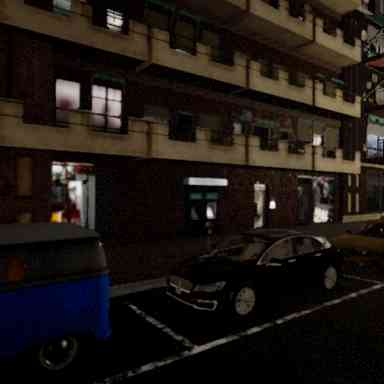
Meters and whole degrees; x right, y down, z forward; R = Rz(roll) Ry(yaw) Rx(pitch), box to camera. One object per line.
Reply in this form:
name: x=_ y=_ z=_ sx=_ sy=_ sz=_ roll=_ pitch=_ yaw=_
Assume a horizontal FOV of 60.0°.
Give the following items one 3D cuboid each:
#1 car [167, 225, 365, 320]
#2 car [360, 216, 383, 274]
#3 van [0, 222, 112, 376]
car: x=1.543 y=1.512 z=7.184 sx=4.403 sy=1.369 sz=2.008 roll=-1 pitch=1 yaw=-35
car: x=5.933 y=1.449 z=10.315 sx=4.829 sy=1.417 sz=1.752 roll=-1 pitch=1 yaw=-35
van: x=-2.987 y=1.343 z=3.948 sx=3.998 sy=1.788 sz=1.690 roll=-1 pitch=1 yaw=-35
